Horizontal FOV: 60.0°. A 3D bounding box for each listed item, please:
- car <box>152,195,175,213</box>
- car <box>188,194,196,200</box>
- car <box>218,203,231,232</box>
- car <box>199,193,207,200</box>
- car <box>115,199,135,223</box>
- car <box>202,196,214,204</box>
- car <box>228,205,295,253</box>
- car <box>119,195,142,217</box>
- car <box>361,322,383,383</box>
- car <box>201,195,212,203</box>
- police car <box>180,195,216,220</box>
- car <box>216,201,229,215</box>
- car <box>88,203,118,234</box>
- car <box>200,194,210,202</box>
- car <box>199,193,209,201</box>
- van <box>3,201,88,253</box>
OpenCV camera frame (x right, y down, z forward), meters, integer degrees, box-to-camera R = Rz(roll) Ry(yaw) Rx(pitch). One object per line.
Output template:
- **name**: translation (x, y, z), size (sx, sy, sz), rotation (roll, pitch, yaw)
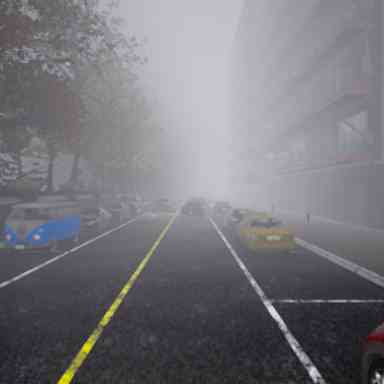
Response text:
- **car**: translation (-3.102, 1.369, 35.427), size (1.837, 1.490, 4.892), rotation (0, 0, 0)
- **car**: translation (-0.016, 1.154, 77.316), size (1.994, 1.385, 4.181), rotation (0, 0, 0)
- **car**: translation (2.686, 1.507, 18.706), size (1.802, 1.307, 4.206), rotation (0, 0, 0)
- **car**: translation (2.673, 1.172, 80.638), size (1.967, 1.590, 4.097), rotation (0, 0, 0)
- **car**: translation (-5.696, 1.449, 24.334), size (1.887, 1.381, 4.507), rotation (0, 0, 0)
- **car**: translation (2.678, 1.337, 58.118), size (1.887, 1.381, 4.507), rotation (0, 0, 0)
- **car**: translation (2.687, 1.471, 13.245), size (1.752, 1.417, 4.829), rotation (0, 0, 0)
- **car**: translation (-5.697, 1.199, 29.965), size (2.192, 1.841, 5.009), rotation (0, 0, 0)
- **car**: translation (2.689, 1.432, 1.814), size (1.967, 1.590, 4.097), rotation (0, 0, 0)
- **car**: translation (2.676, 1.322, 63.748), size (1.887, 1.381, 4.507), rotation (0, 0, 0)
- **police car**: translation (0.438, 1.320, 27.024), size (1.930, 1.638, 5.238), rotation (0, 0, 12)
- **car**: translation (2.683, 1.450, 29.968), size (1.947, 1.339, 4.313), rotation (0, 0, 0)
- **car**: translation (-5.695, 1.507, 18.703), size (1.802, 1.307, 4.206), rotation (0, 0, 0)
- **car**: translation (2.675, 1.202, 69.377), size (1.967, 1.590, 4.097), rotation (0, 0, 0)
- **car**: translation (2.673, 1.062, 75.007), size (2.192, 1.841, 5.009), rotation (0, 0, 0)
- **van**: translation (-5.693, 1.287, 13.071), size (1.690, 1.788, 3.998), rotation (0, 0, 0)
